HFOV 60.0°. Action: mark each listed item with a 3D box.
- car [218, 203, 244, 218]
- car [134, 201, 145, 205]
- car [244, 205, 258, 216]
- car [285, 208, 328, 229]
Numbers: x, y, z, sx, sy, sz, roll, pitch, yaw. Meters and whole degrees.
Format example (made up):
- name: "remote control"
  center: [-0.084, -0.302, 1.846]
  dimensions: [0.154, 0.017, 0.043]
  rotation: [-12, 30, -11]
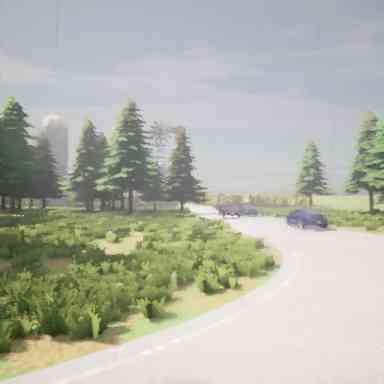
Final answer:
- name: "car"
  center: [4.138, 2.056, 37.617]
  dimensions: [1.837, 1.490, 4.892]
  rotation: [-1, -1, -5]
- name: "car"
  center: [-14.811, 3.367, 93.018]
  dimensions: [1.905, 1.878, 3.866]
  rotation: [0, -1, -36]
- name: "car"
  center: [6.998, 2.366, 42.811]
  dimensions: [2.033, 1.411, 5.357]
  rotation: [-1, -1, -5]
- name: "car"
  center: [8.530, 1.957, 25.059]
  dimensions: [1.812, 1.442, 4.674]
  rotation: [-1, -1, -4]
